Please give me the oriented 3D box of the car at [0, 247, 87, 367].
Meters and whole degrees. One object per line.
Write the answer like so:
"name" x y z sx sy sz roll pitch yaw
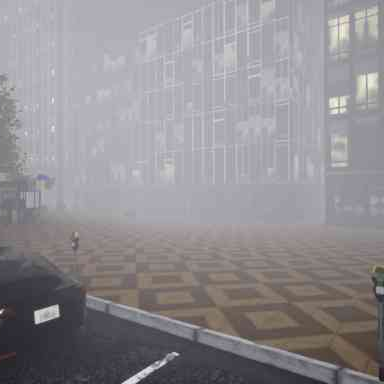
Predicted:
"car" -3.507 1.566 5.371 4.313 1.339 1.947 0 0 35
